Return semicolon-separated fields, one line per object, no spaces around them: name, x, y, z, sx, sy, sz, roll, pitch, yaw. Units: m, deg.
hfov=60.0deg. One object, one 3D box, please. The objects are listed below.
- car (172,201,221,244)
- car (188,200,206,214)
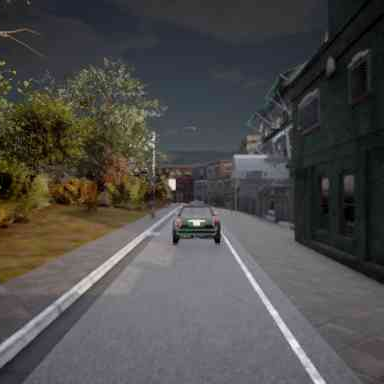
car;0.222;1.358;16.061;2.097;1.767;4.553;0;0;1
car;0.568;1.619;37.236;1.895;1.301;4.718;0;0;1
